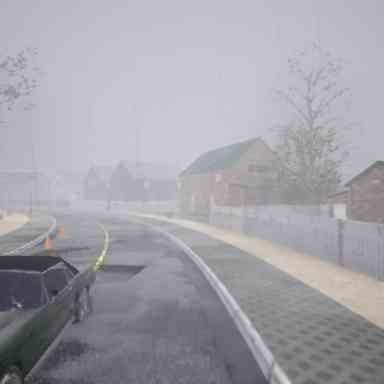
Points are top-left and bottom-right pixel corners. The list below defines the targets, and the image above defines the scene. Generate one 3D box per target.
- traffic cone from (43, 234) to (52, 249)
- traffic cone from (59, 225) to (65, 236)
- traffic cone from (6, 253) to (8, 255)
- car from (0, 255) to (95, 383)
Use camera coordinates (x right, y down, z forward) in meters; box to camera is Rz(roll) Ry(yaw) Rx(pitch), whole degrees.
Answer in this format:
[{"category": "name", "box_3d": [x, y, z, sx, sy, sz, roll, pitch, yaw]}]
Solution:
[{"category": "traffic cone", "box_3d": [-6.277, 2.140, 14.456, 0.340, 0.580, 0.340, 0, -1, -12]}, {"category": "traffic cone", "box_3d": [-7.457, 2.197, 19.148, 0.340, 0.580, 0.340, 0, -1, -16]}, {"category": "traffic cone", "box_3d": [-5.404, 2.081, 9.696, 0.340, 0.580, 0.340, 0, -1, -9]}, {"category": "car", "box_3d": [-2.729, 1.663, 4.549, 1.895, 1.301, 4.718, 0, -1, -5]}]
